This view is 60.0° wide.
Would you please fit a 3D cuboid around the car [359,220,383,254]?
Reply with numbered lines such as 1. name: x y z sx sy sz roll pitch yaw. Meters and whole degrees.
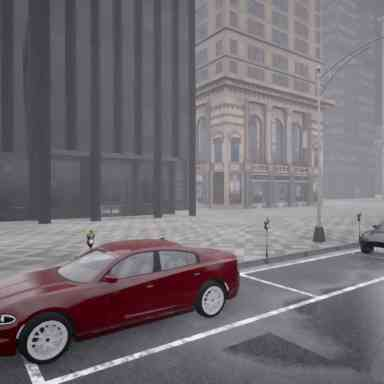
1. car: 8.013 1.563 12.380 4.313 1.339 1.947 0 0 -36

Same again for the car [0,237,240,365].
1. car: -1.166 1.544 5.821 4.507 1.381 1.887 0 0 -36
